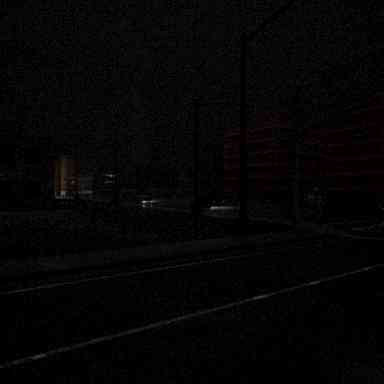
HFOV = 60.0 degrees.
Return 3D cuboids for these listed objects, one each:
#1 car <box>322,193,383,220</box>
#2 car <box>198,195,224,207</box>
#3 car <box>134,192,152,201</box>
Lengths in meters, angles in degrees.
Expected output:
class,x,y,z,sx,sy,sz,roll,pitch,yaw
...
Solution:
class,x,y,z,sx,sy,sz,roll,pitch,yaw
car,13.812,1.151,28.002,2.150,2.045,5.566,0,1,-35
car,2.304,1.147,44.686,1.837,1.490,4.892,0,1,-35
car,-9.146,0.825,61.510,1.812,1.442,4.674,0,1,-35
